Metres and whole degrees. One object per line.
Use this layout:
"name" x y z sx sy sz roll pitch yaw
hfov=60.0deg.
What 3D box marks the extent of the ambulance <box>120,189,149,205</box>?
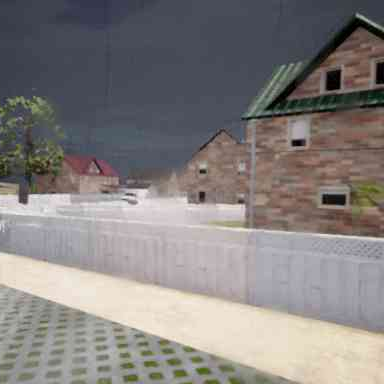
"ambulance" -9.040 0.818 52.510 2.351 2.431 6.366 2 1 19
